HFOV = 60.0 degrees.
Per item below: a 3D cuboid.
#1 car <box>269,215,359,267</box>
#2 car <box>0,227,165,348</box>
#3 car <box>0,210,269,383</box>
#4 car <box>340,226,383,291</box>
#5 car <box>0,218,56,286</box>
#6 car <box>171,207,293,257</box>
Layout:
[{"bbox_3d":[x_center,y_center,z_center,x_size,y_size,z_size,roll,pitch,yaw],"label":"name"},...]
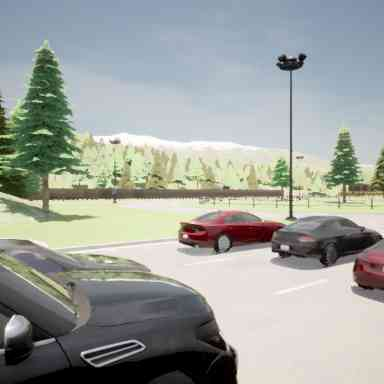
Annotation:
[{"bbox_3d":[4.707,1.526,11.453,4.674,1.442,1.812,0,0,-35],"label":"car"},{"bbox_3d":[-3.298,1.548,5.693,5.357,1.411,2.033,0,0,-36],"label":"car"},{"bbox_3d":[-2.225,1.221,2.151,5.566,2.045,2.150,0,0,-36],"label":"car"},{"bbox_3d":[5.682,1.564,7.863,4.181,1.385,1.994,0,0,-35],"label":"car"},{"bbox_3d":[-5.980,1.526,8.076,4.674,1.442,1.812,0,0,-35],"label":"car"},{"bbox_3d":[1.779,1.478,13.673,5.008,1.535,1.882,0,0,-35],"label":"car"}]
